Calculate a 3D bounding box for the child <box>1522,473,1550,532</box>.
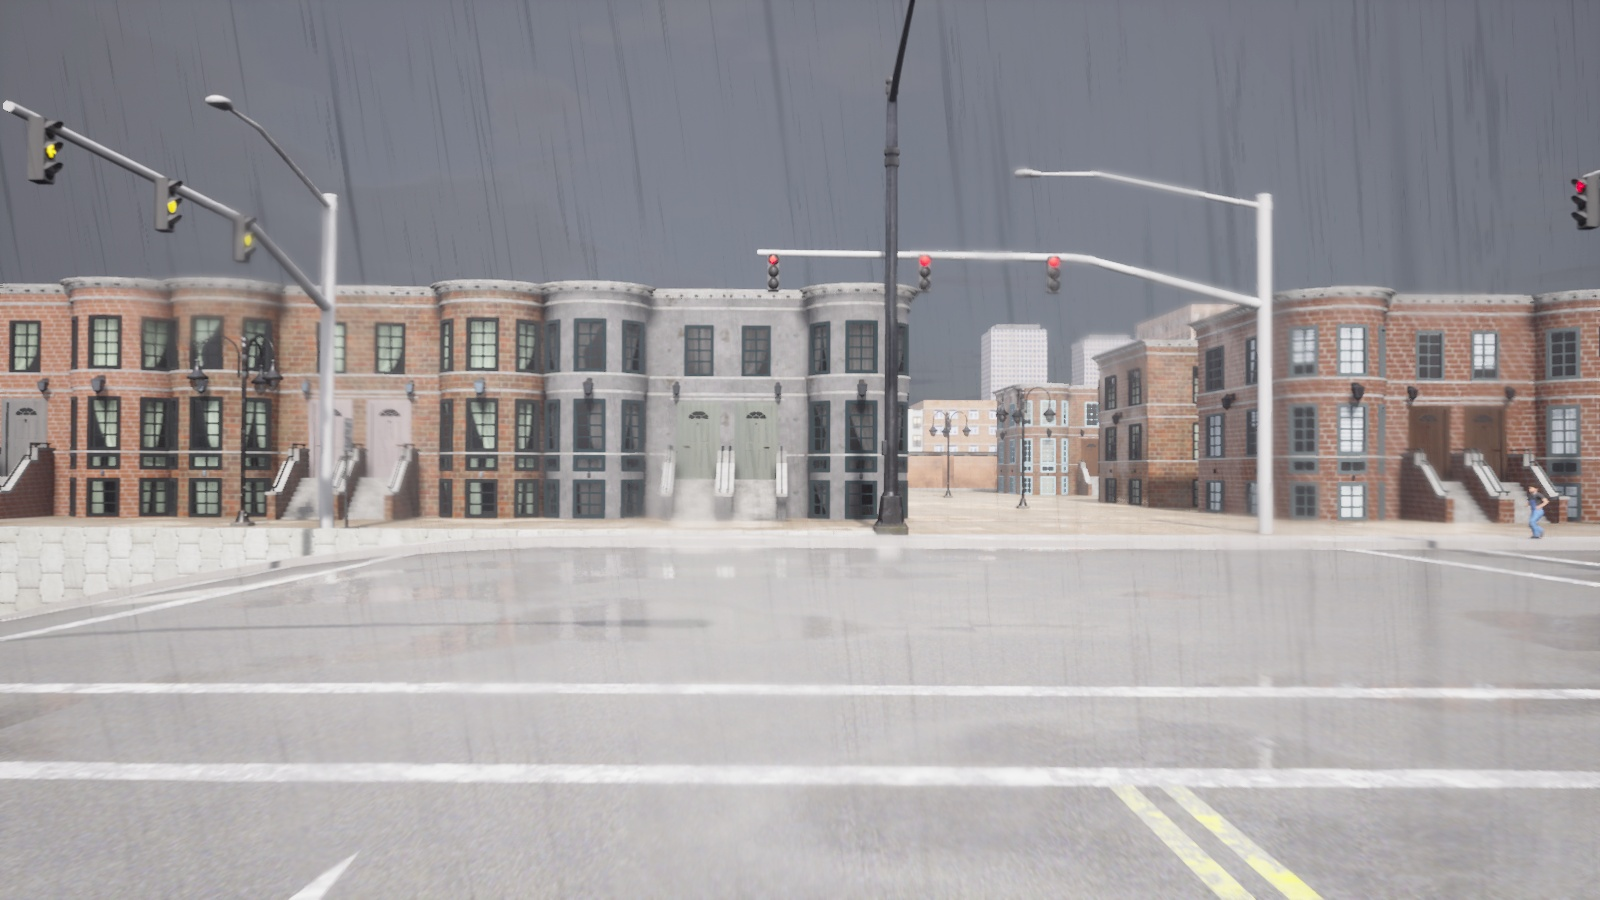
[{"bbox_3d":[15.923,1.137,27.162,0.437,1.263,0.270,0,-1,-1],"label":"child"}]
